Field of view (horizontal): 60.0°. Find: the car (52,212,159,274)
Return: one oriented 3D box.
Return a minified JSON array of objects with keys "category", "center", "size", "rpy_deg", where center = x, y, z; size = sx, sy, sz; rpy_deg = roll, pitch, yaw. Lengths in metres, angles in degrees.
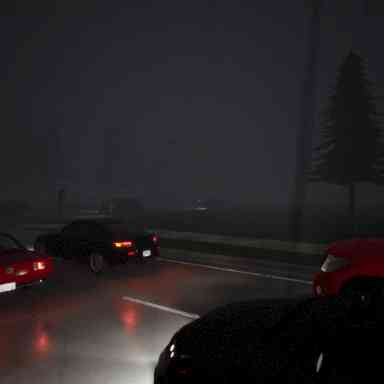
[{"category":"car","center":[-3.107,1.525,10.536],"size":[4.674,1.442,1.812],"rpy_deg":[0,0,36]}]

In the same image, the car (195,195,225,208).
[{"category":"car","center":[2.823,1.561,46.583],"size":[1.994,1.385,4.181],"rpy_deg":[0,0,37]}]

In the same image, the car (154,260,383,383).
[{"category":"car","center":[1.673,1.564,2.787],"size":[4.181,1.385,1.994],"rpy_deg":[0,0,36]}]

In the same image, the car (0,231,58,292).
[{"category":"car","center":[-5.441,1.600,7.906],"size":[4.718,1.301,1.895],"rpy_deg":[0,0,36]}]

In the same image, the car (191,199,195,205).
[{"category":"car","center":[1.797,1.348,56.926],"size":[2.097,1.767,4.553],"rpy_deg":[0,0,37]}]

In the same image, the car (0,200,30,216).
[{"category":"car","center":[-17.728,1.474,30.892],"size":[1.882,1.535,5.008],"rpy_deg":[0,0,39]}]

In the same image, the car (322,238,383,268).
[{"category":"car","center":[4.765,1.222,4.866],"size":[5.566,2.045,2.150],"rpy_deg":[0,0,36]}]

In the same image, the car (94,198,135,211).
[{"category":"car","center":[-9.598,1.501,41.591],"size":[1.837,1.490,4.892],"rpy_deg":[0,0,37]}]

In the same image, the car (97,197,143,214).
[{"category":"car","center":[-7.073,1.349,33.245],"size":[2.097,1.767,4.553],"rpy_deg":[0,0,37]}]
